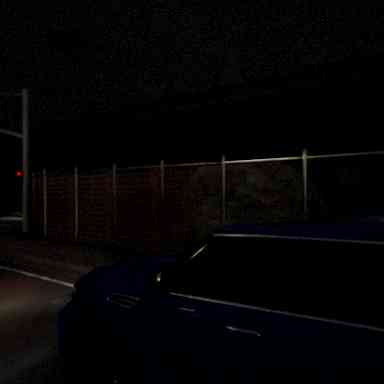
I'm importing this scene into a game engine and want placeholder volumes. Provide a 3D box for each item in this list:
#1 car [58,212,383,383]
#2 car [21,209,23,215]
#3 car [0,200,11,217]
[{"bbox_3d":[1.052,1.225,3.241,5.566,2.045,2.150,0,0,35],"label":"car"},{"bbox_3d":[-14.544,1.672,33.428,1.837,1.490,4.892,0,0,35],"label":"car"},{"bbox_3d":[-20.056,1.532,31.819,2.097,1.767,4.553,0,0,37],"label":"car"}]
